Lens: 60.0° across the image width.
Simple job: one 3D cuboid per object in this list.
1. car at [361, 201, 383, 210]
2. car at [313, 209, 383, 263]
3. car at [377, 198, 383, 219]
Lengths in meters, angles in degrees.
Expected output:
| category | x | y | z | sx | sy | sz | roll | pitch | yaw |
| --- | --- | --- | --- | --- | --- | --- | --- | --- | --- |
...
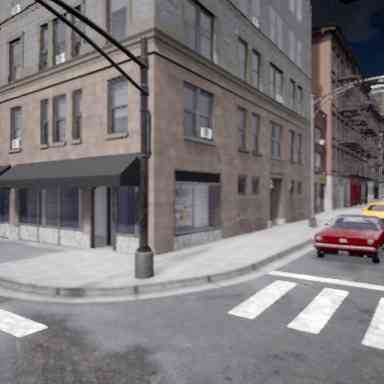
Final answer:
| category | x | y | z | sx | sy | sz | roll | pitch | yaw |
| --- | --- | --- | --- | --- | --- | --- | --- | --- | --- |
| car | 11.087 | 1.338 | 19.388 | 1.882 | 1.535 | 5.008 | 0 | 0 | 35 |
| car | 5.788 | 1.519 | 11.858 | 1.895 | 1.301 | 4.718 | 0 | 0 | 34 |
| car | 16.601 | 1.288 | 27.175 | 2.128 | 1.511 | 4.902 | 0 | 0 | 35 |
